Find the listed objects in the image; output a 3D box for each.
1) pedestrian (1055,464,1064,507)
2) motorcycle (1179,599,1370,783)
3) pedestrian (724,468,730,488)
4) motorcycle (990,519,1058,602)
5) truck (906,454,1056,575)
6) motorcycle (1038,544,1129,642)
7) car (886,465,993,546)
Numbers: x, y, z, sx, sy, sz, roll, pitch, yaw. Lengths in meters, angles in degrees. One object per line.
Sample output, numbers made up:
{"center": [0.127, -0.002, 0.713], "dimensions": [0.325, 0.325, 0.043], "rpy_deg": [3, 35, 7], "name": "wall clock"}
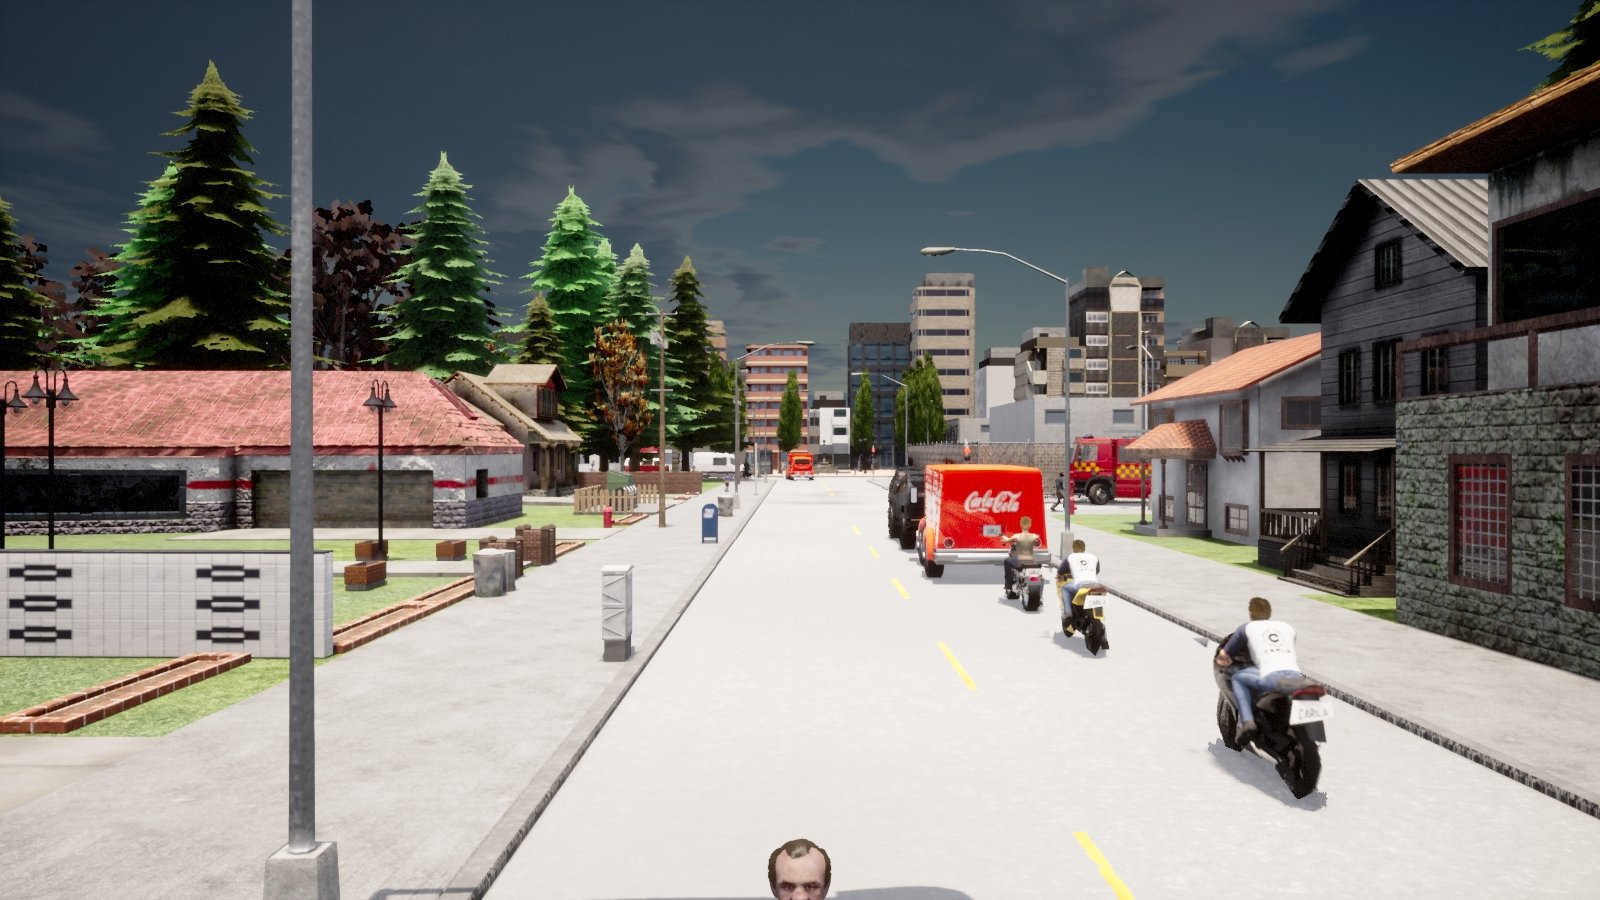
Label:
{"center": [11.189, 1.525, 49.259], "dimensions": [0.375, 1.860, 0.375], "rpy_deg": [0, 0, 15], "name": "pedestrian"}
{"center": [3.999, 1.993, 9.832], "dimensions": [0.803, 1.145, 2.033], "rpy_deg": [0, 0, 0], "name": "motorcycle"}
{"center": [-4.702, 1.803, 73.489], "dimensions": [0.375, 1.300, 0.375], "rpy_deg": [0, 0, 3], "name": "pedestrian"}
{"center": [3.997, 1.950, 20.606], "dimensions": [0.764, 1.277, 2.356], "rpy_deg": [0, 0, 0], "name": "motorcycle"}
{"center": [3.998, 1.349, 26.318], "dimensions": [2.627, 2.467, 5.204], "rpy_deg": [0, 0, 0], "name": "truck"}
{"center": [3.995, 1.993, 16.270], "dimensions": [0.803, 1.145, 2.033], "rpy_deg": [0, 0, 0], "name": "motorcycle"}
{"center": [3.989, 1.534, 33.871], "dimensions": [2.390, 2.098, 6.274], "rpy_deg": [0, 0, 0], "name": "car"}
